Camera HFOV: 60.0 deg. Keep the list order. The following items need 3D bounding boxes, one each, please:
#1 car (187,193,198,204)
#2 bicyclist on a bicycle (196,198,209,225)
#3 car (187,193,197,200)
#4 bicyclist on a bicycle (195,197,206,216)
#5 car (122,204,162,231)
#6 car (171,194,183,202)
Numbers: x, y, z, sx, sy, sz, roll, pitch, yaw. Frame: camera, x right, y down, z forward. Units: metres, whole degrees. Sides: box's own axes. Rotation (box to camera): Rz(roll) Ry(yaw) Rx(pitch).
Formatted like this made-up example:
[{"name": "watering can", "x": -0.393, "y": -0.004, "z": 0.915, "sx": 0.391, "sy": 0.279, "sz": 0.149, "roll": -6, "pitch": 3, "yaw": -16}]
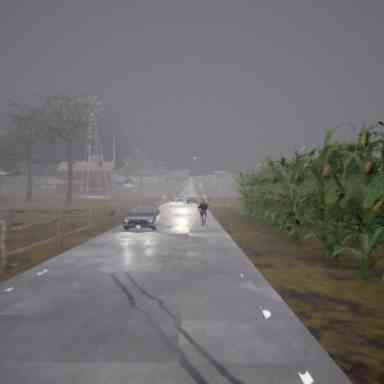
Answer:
[{"name": "car", "x": 0.049, "y": 1.175, "z": 55.950, "sx": 2.128, "sy": 1.511, "sz": 4.902, "roll": 0, "pitch": 1, "yaw": 0}, {"name": "bicyclist on a bicycle", "x": 0.743, "y": 1.280, "z": 21.001, "sx": 0.659, "sy": 1.776, "sz": 1.843, "roll": 0, "pitch": 1, "yaw": 0}, {"name": "car", "x": -0.043, "y": 1.041, "z": 74.467, "sx": 2.128, "sy": 1.511, "sz": 4.902, "roll": 0, "pitch": 1, "yaw": 0}, {"name": "bicyclist on a bicycle", "x": 0.743, "y": 1.297, "z": 29.660, "sx": 0.866, "sy": 1.612, "sz": 1.509, "roll": 0, "pitch": 0, "yaw": 0}, {"name": "car", "x": -2.861, "y": 1.460, "z": 20.351, "sx": 2.033, "sy": 1.411, "sz": 5.357, "roll": 0, "pitch": 0, "yaw": 0}, {"name": "car", "x": -2.814, "y": 1.123, "z": 62.089, "sx": 2.128, "sy": 1.511, "sz": 4.902, "roll": 0, "pitch": 1, "yaw": 1}]
